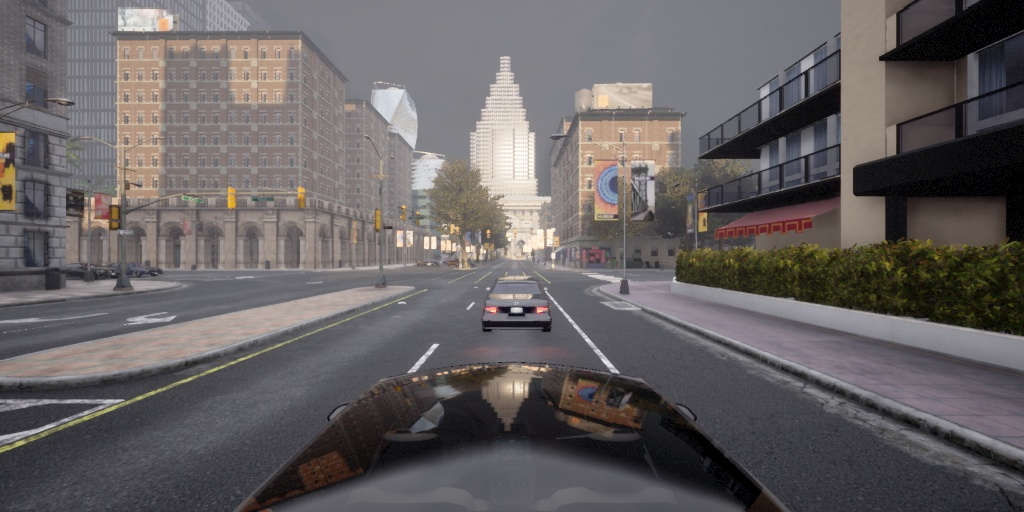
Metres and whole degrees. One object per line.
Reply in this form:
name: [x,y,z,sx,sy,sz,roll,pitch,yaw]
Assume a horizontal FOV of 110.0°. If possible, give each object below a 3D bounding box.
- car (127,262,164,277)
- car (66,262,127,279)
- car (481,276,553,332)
car: [-37.008,1.297,34.629,5.357,1.411,2.033,0,0,0]
car: [-36.943,1.276,31.137,4.674,1.442,1.812,0,0,0]
car: [0.144,1.297,10.812,2.033,1.411,5.357,0,0,1]
